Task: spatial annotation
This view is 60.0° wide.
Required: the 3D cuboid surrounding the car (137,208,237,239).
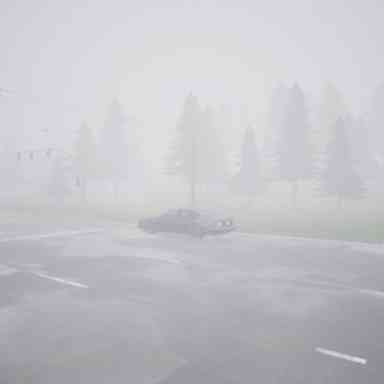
[{"bbox_3d":[-0.356,1.516,17.135,5.357,1.411,2.033,0,0,36],"label":"car"}]
